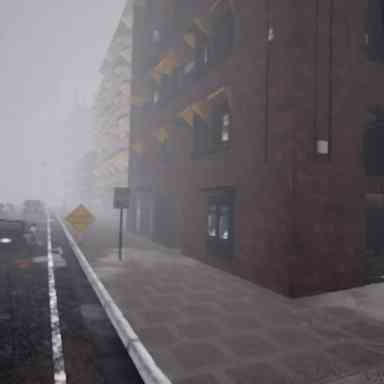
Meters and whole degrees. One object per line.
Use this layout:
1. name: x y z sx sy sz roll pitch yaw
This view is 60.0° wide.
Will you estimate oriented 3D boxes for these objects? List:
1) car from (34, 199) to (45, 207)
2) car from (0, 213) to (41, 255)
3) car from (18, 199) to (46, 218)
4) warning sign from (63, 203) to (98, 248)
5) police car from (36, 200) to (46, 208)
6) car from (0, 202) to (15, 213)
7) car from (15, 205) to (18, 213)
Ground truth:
1. car: -39.942 2.775 86.996 2.150 2.045 5.566 2 -2 -27
2. car: -7.690 1.797 14.142 1.994 1.385 4.181 2 -2 -24
3. car: -17.994 1.883 37.775 2.150 2.045 5.566 2 -2 -24
4. warning sign: -4.893 1.440 14.610 1.300 1.860 1.060 2 -2 -23
5. police car: -35.439 2.826 78.056 1.930 1.638 5.238 2 -2 -26
6. car: -20.202 1.855 34.646 2.097 1.767 4.553 2 -2 -23
7. car: -24.684 2.211 44.837 1.812 1.442 4.674 2 -2 -23
